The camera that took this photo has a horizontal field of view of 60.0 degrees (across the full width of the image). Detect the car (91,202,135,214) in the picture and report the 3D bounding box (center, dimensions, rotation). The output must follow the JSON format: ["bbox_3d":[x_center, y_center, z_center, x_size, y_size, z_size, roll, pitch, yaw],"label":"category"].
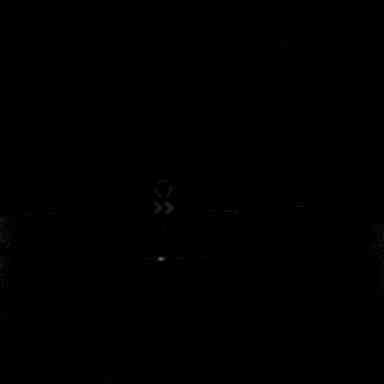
[{"bbox_3d":[-9.054,1.849,38.189,4.718,1.301,1.895,0,0,-26],"label":"car"}]

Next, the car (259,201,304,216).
[{"bbox_3d":[9.470,1.718,35.437,2.128,1.511,4.902,1,-1,-44],"label":"car"}]
